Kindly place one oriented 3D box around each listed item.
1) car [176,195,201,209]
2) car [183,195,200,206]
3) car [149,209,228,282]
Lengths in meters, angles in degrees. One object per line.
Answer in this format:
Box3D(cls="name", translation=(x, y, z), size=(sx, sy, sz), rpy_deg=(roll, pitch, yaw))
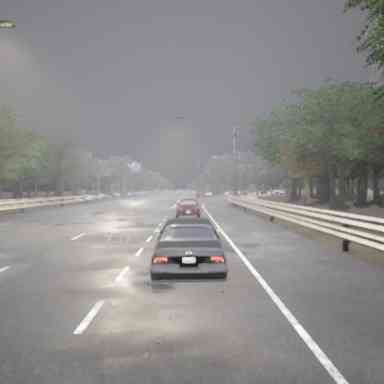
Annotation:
Box3D(cls="car", translation=(-0.292, 1.260, 26.145), size=(1.812, 1.442, 4.674), rpy_deg=(0, 0, -1))
Box3D(cls="car", translation=(-0.056, 1.114, 46.167), size=(1.895, 1.301, 4.718), rpy_deg=(0, 1, 5))
Box3D(cls="car", translation=(-0.095, 1.447, 9.474), size=(2.033, 1.411, 5.357), rpy_deg=(0, 1, -1))
